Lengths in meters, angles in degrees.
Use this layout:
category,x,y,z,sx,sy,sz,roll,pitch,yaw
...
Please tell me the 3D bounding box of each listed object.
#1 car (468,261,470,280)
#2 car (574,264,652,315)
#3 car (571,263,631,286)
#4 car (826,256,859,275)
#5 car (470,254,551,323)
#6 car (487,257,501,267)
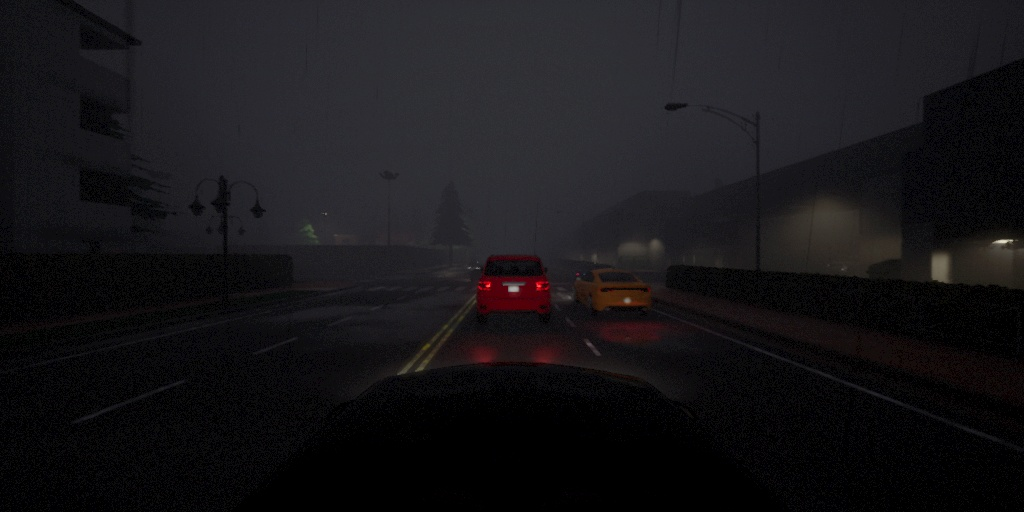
category,x,y,z,sx,sy,sz,roll,pitch,yaw
car,-1.849,1.294,26.994,2.033,1.411,5.357,0,0,-20
car,3.571,1.226,13.518,1.882,1.535,5.008,0,0,0
car,6.629,1.294,26.210,2.033,1.411,5.357,0,0,40
car,36.813,0.964,38.101,5.566,2.045,2.150,0,0,0
car,0.064,0.970,12.182,2.150,2.045,5.566,0,0,0
car,-3.219,1.095,64.863,2.097,1.767,4.553,0,0,1
